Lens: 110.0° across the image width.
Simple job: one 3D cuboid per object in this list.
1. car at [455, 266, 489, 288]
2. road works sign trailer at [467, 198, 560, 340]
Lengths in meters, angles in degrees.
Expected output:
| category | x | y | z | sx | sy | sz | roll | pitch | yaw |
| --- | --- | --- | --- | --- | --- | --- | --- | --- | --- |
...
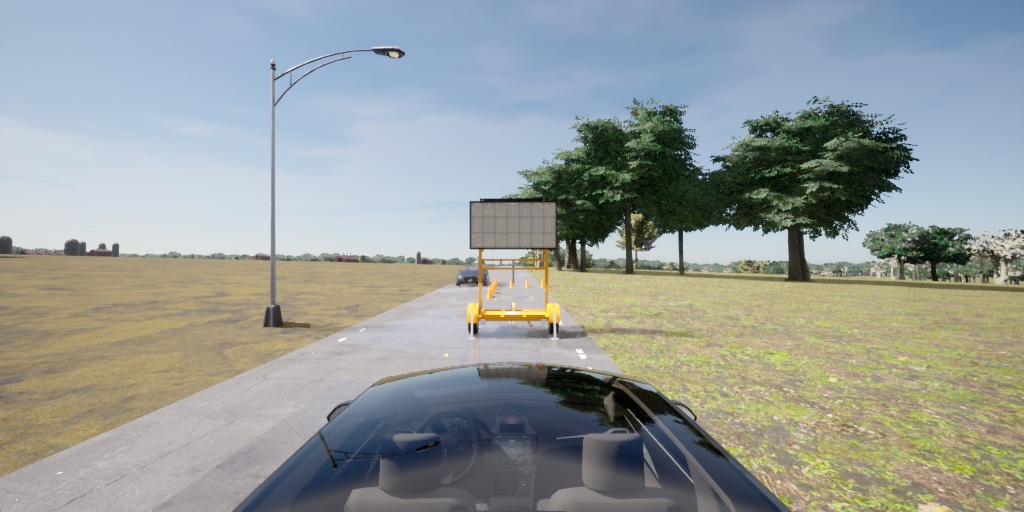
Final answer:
| category | x | y | z | sx | sy | sz | roll | pitch | yaw |
| --- | --- | --- | --- | --- | --- | --- | --- | --- | --- |
| car | -2.598 | 1.343 | 24.293 | 1.994 | 1.385 | 4.181 | 0 | 0 | 0 |
| road works sign trailer | 0.041 | 0.219 | 9.961 | 2.380 | 3.560 | 2.880 | 0 | 0 | 0 |
